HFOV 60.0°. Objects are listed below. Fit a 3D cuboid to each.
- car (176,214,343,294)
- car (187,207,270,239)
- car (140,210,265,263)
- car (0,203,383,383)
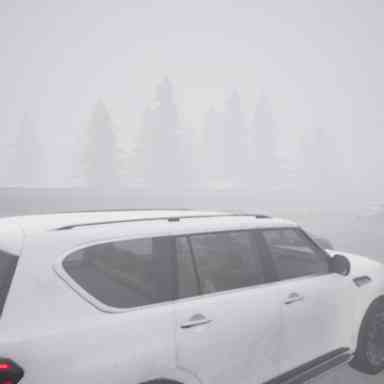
[{"bbox_3d":[2.111,1.517,9.551,4.892,1.490,1.837,0,0,-35],"label":"car"},{"bbox_3d":[2.037,1.584,18.096,4.181,1.385,1.994,0,0,-35],"label":"car"},{"bbox_3d":[0.523,1.539,12.733,4.674,1.442,1.812,0,0,-36],"label":"car"},{"bbox_3d":[0.281,1.226,3.948,5.566,2.045,2.150,0,0,-35],"label":"car"}]
